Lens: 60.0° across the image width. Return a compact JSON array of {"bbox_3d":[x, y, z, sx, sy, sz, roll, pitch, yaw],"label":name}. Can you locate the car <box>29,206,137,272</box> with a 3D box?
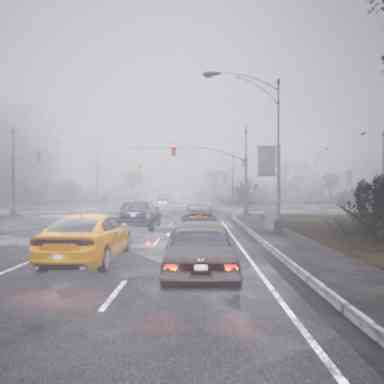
[{"bbox_3d":[-3.252,1.429,10.602,1.882,1.535,5.008,0,0,1],"label":"car"}]

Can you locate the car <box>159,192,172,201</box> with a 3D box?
[{"bbox_3d":[-5.734,1.027,66.135,2.128,1.511,4.902,0,1,2],"label":"car"}]

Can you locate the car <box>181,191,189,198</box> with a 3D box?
[{"bbox_3d":[-1.771,0.667,87.206,1.837,1.490,4.892,0,1,1],"label":"car"}]

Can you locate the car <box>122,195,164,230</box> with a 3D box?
[{"bbox_3d":[-3.083,1.242,19.732,2.097,1.767,4.553,0,0,1],"label":"car"}]

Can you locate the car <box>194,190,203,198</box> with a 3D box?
[{"bbox_3d":[1.731,0.400,87.167,2.150,2.045,5.566,0,1,1],"label":"car"}]

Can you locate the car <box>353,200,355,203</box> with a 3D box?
[{"bbox_3d":[24.121,1.179,44.388,5.008,1.535,1.882,0,0,-2],"label":"car"}]

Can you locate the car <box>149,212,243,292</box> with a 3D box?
[{"bbox_3d":[0.211,1.508,8.988,2.033,1.411,5.357,0,0,1],"label":"car"}]

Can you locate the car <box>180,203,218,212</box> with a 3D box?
[{"bbox_3d":[0.398,1.401,18.725,1.837,1.490,4.892,0,0,1],"label":"car"}]

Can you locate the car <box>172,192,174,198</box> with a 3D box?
[{"bbox_3d":[-5.365,0.791,82.137,1.837,1.490,4.892,0,1,1],"label":"car"}]
